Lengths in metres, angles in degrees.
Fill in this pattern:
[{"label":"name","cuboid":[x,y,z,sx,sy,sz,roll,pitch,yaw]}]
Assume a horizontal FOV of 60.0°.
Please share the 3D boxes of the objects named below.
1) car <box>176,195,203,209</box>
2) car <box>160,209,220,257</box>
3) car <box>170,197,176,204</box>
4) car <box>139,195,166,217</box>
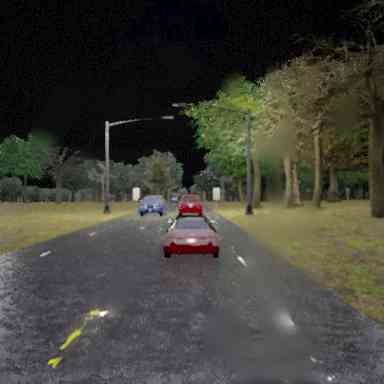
[{"label":"car","cuboid":[-0.129,1.313,31.393,2.150,2.045,5.566,0,0,0]},{"label":"car","cuboid":[-0.028,1.577,12.976,1.994,1.385,4.181,0,0,0]},{"label":"car","cuboid":[-3.971,1.948,76.080,1.882,1.535,5.008,0,-1,0]},{"label":"car","cuboid":[-3.836,1.332,33.115,2.150,2.045,5.566,0,-1,0]}]
